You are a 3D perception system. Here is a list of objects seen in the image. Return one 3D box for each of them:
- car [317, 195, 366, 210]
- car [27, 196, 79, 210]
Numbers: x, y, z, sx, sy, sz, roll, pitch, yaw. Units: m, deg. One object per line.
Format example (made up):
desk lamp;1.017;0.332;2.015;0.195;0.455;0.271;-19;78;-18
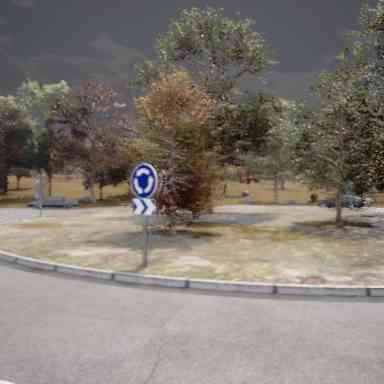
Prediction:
car;16.087;1.126;35.958;4.892;1.490;1.837;0;-1;45
car;-15.295;1.170;36.868;5.357;1.411;2.033;0;1;-22
